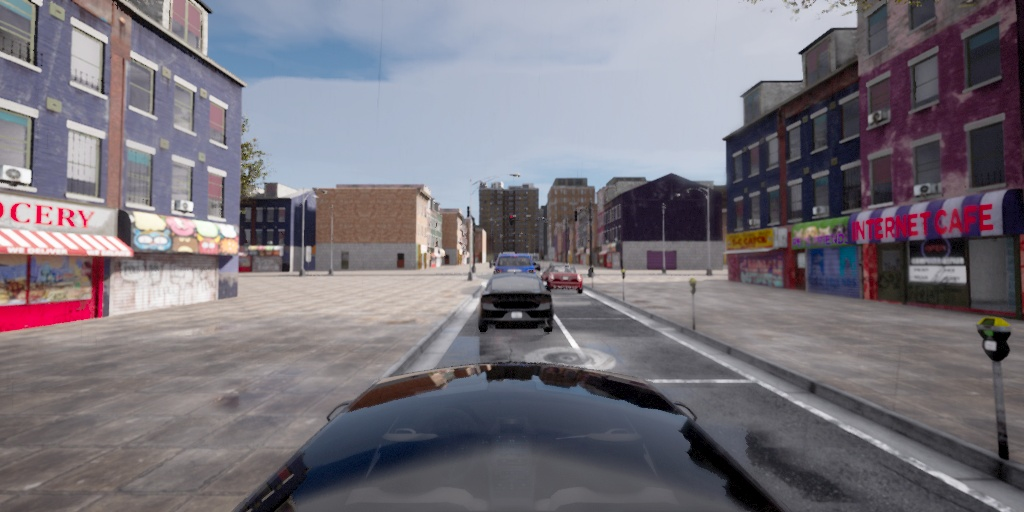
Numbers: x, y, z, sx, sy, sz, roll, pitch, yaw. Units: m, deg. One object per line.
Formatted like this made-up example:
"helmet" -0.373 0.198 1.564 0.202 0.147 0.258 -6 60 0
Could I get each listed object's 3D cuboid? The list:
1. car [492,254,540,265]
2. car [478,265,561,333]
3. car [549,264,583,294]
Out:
"car" 0.121 0.913 19.227 2.150 2.045 5.566 0 0 0
"car" 0.074 1.194 10.654 1.882 1.535 5.008 0 0 -1
"car" 2.670 1.129 19.912 1.967 1.591 4.097 0 0 0
